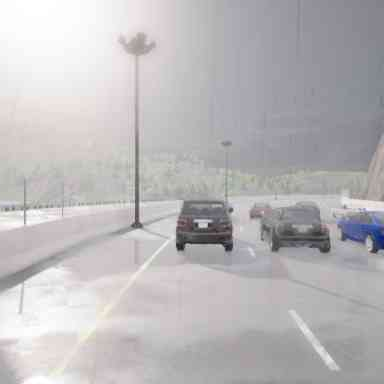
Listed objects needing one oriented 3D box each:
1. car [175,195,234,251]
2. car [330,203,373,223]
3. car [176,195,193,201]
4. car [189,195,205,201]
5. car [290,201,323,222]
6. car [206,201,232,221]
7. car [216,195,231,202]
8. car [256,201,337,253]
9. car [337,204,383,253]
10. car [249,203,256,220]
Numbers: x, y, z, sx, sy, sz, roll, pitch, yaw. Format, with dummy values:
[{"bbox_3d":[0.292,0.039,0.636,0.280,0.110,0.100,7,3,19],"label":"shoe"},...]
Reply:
[{"bbox_3d":[0.610,1.258,14.225,2.150,2.045,5.566,0,0,5],"label":"car"},{"bbox_3d":[12.784,1.616,26.924,1.895,1.301,4.718,0,0,10],"label":"car"},{"bbox_3d":[-1.869,1.480,83.979,2.033,1.411,5.357,0,0,25],"label":"car"},{"bbox_3d":[1.265,1.423,82.422,1.882,1.535,5.008,0,0,25],"label":"car"},{"bbox_3d":[9.328,1.516,27.476,1.837,1.490,4.892,0,0,10],"label":"car"},{"bbox_3d":[2.425,1.533,28.639,1.812,1.442,4.674,0,0,10],"label":"car"},{"bbox_3d":[7.534,1.479,79.308,2.128,1.511,4.902,0,0,25],"label":"car"},{"bbox_3d":[4.093,1.366,13.873,2.097,1.767,4.553,0,0,5],"label":"car"},{"bbox_3d":[7.583,1.485,13.612,1.882,1.535,5.008,0,0,5],"label":"car"},{"bbox_3d":[5.876,1.572,28.057,1.994,1.385,4.181,0,0,10],"label":"car"}]
